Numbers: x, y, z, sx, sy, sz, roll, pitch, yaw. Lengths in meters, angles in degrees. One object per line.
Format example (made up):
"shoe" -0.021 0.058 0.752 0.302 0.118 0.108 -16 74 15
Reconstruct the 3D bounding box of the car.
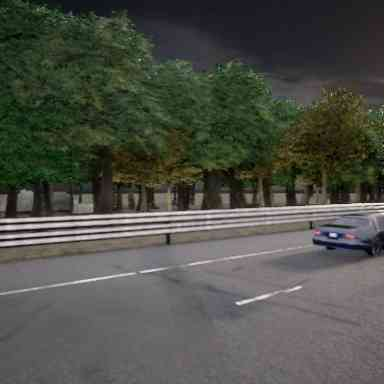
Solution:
"car" 6.941 1.539 13.005 5.357 1.411 2.033 0 0 -36
